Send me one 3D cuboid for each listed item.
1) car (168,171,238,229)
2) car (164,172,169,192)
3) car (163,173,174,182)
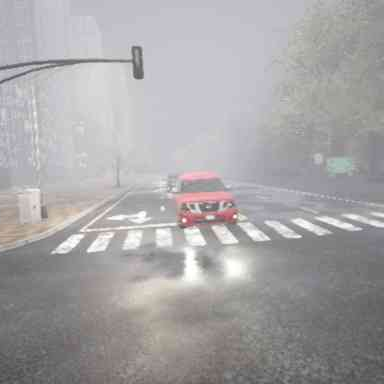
[{"bbox_3d":[0.344,0.256,14.186,2.150,2.045,5.566,-4,6,-5],"label":"car"},{"bbox_3d":[-1.582,-1.064,33.899,2.150,2.045,5.566,-4,6,-5],"label":"car"},{"bbox_3d":[-4.403,-2.810,62.851,1.837,1.490,4.892,-4,4,-5],"label":"car"}]
